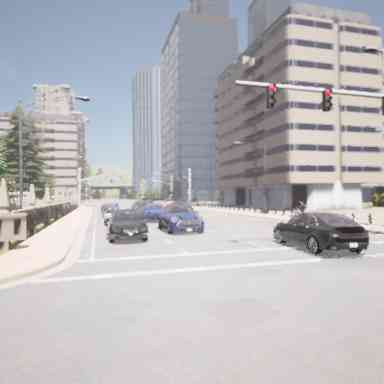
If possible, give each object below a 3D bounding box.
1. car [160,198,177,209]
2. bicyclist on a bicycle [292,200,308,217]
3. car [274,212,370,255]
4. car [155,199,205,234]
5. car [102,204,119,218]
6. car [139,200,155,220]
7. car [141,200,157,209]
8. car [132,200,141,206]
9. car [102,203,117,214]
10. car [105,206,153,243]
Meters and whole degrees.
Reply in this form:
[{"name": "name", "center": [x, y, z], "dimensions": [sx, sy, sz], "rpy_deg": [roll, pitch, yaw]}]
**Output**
[{"name": "car", "center": [-4.172, 1.976, 59.055], "dimensions": [2.097, 1.767, 4.553], "rpy_deg": [-1, -1, -16]}, {"name": "bicyclist on a bicycle", "center": [8.894, 1.456, 27.169], "dimensions": [1.656, 1.620, 0.582], "rpy_deg": [-1, -1, -16]}, {"name": "car", "center": [5.053, 1.578, 13.671], "dimensions": [1.837, 1.490, 4.892], "rpy_deg": [1, -1, -10]}, {"name": "car", "center": [-0.738, 1.567, 20.876], "dimensions": [2.097, 1.767, 4.553], "rpy_deg": [-1, -1, -16]}, {"name": "car", "center": [-6.010, 1.938, 26.653], "dimensions": [1.895, 1.301, 4.718], "rpy_deg": [-1, -1, -16]}, {"name": "car", "center": [-3.234, 1.809, 29.705], "dimensions": [1.882, 1.535, 5.008], "rpy_deg": [-1, -1, -16]}, {"name": "car", "center": [-7.545, 2.149, 58.128], "dimensions": [2.128, 1.511, 4.902], "rpy_deg": [-1, -1, -16]}, {"name": "car", "center": [-5.917, 1.808, 39.213], "dimensions": [2.097, 1.767, 4.553], "rpy_deg": [-1, -1, -16]}, {"name": "car", "center": [-11.437, 2.191, 45.996], "dimensions": [1.895, 1.301, 4.718], "rpy_deg": [-1, -1, -15]}, {"name": "car", "center": [-3.488, 1.724, 17.743], "dimensions": [1.837, 1.490, 4.892], "rpy_deg": [-1, -1, -16]}]
